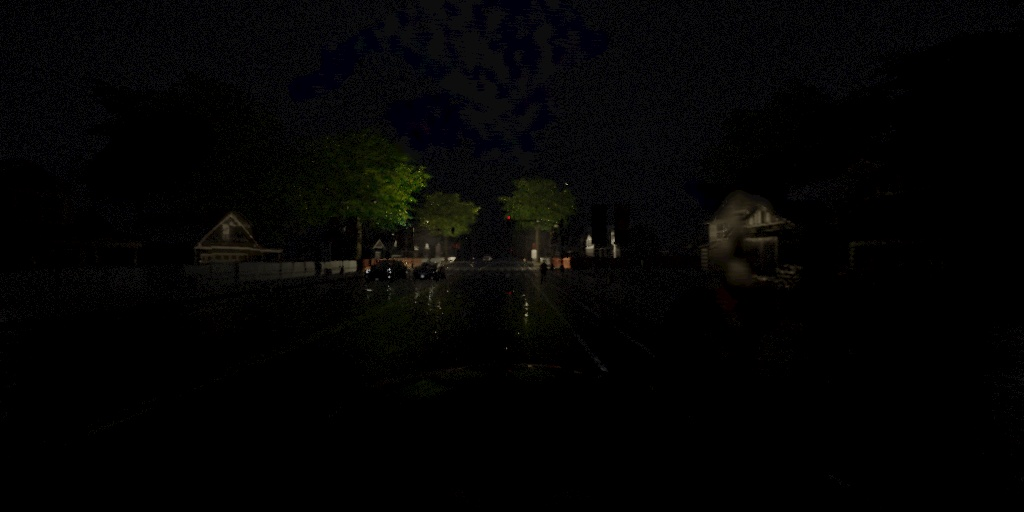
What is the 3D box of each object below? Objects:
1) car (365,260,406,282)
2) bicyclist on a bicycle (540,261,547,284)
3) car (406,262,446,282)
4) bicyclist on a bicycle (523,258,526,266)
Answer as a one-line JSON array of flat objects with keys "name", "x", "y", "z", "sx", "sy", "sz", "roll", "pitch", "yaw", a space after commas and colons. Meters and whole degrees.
[{"name": "car", "x": -9.812, "y": 1.096, "z": 28.295, "sx": 2.097, "sy": 1.767, "sz": 4.553, "roll": 0, "pitch": 0, "yaw": 0}, {"name": "bicyclist on a bicycle", "x": 2.278, "y": 1.199, "z": 25.821, "sx": 0.582, "sy": 1.620, "sz": 1.656, "roll": 0, "pitch": 0, "yaw": 0}, {"name": "car", "x": -6.560, "y": 1.238, "z": 28.805, "sx": 2.128, "sy": 1.511, "sz": 4.902, "roll": 0, "pitch": 0, "yaw": 0}, {"name": "bicyclist on a bicycle", "x": 2.282, "y": 1.183, "z": 63.819, "sx": 0.582, "sy": 1.620, "sz": 1.656, "roll": 0, "pitch": 0, "yaw": 0}]
